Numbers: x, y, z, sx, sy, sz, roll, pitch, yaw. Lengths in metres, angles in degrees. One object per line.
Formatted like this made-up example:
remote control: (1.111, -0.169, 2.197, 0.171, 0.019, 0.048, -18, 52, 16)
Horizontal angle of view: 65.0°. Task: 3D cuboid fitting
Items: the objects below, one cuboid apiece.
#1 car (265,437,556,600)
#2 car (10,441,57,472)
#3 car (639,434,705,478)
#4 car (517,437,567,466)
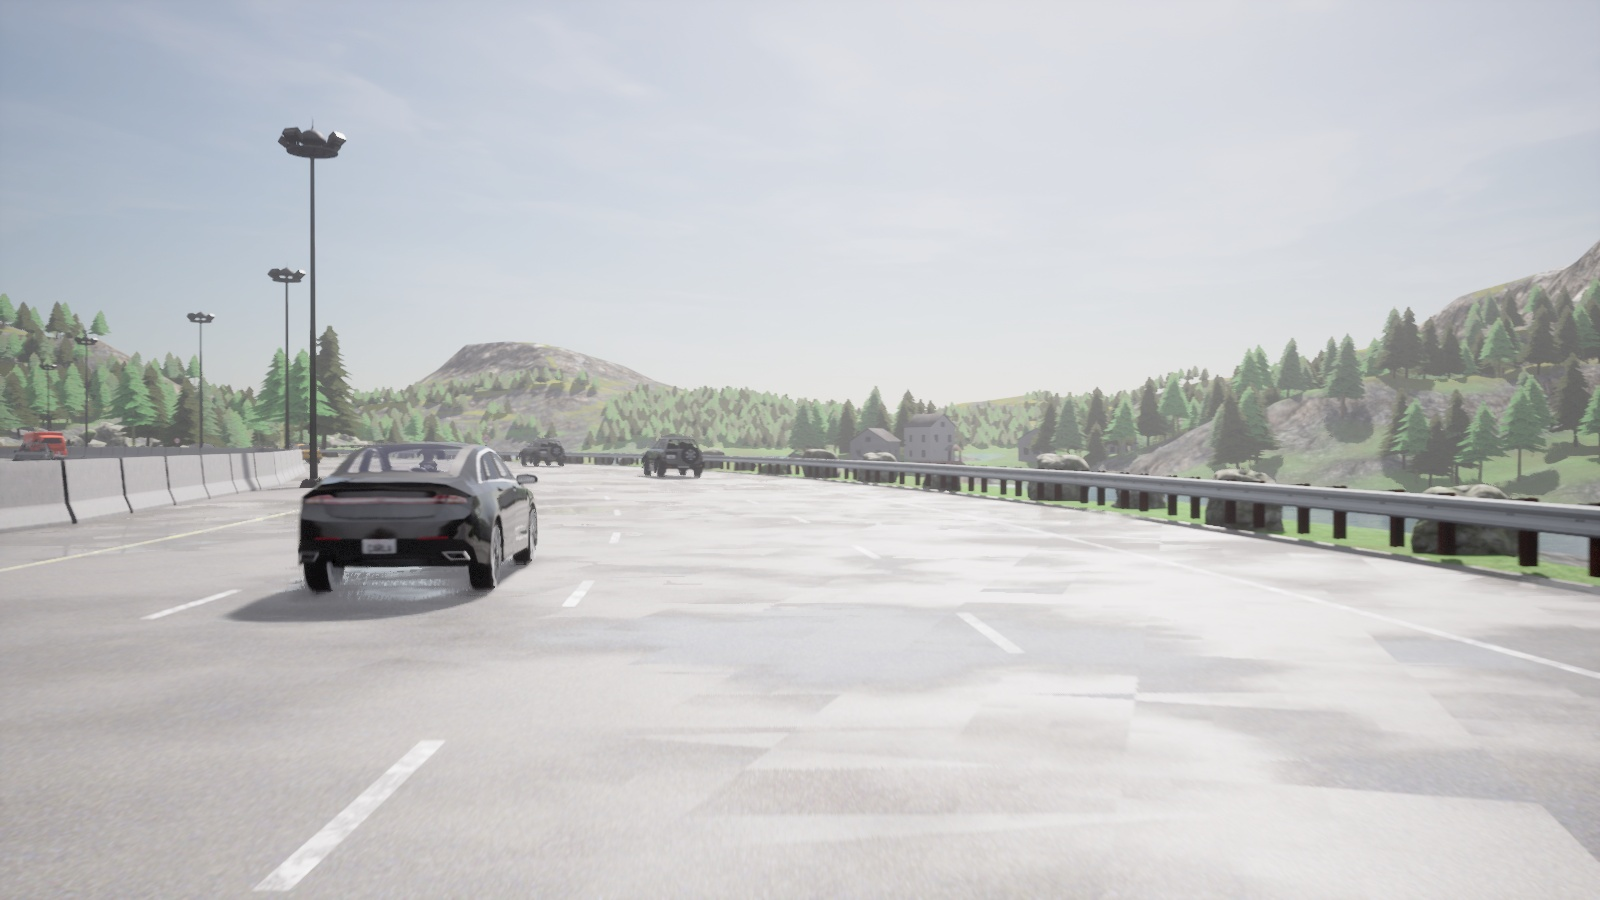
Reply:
car: (-4.098, 0.621, 14.161, 2.128, 1.511, 4.902, 0, 0, -5)
car: (-39.974, 0.337, 65.526, 1.789, 1.549, 3.705, 0, 0, -26)
car: (-5.737, 0.245, 55.985, 1.932, 1.855, 4.605, 0, 0, -19)
car: (-16.853, 0.094, 81.823, 1.932, 1.855, 4.605, 0, 0, -28)
